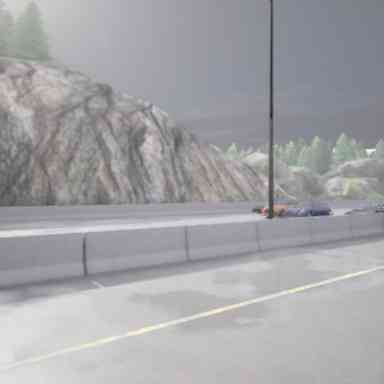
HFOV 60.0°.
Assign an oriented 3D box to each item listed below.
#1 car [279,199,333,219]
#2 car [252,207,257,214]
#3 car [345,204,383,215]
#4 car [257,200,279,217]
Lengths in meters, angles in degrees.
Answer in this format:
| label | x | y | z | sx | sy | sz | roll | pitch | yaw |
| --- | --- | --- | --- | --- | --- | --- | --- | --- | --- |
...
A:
| label | x | y | z | sx | sy | sz | roll | pitch | yaw |
| --- | --- | --- | --- | --- | --- | --- | --- | --- | --- |
| car | 9.940 | 1.510 | 28.344 | 4.553 | 1.767 | 2.097 | 0 | 0 | -35 |
| car | 8.940 | 1.741 | 36.212 | 5.357 | 1.411 | 2.033 | 0 | 0 | -35 |
| car | 14.855 | 1.716 | 27.535 | 5.357 | 1.411 | 2.033 | 0 | 0 | -35 |
| car | 8.865 | 1.524 | 31.873 | 4.553 | 1.767 | 2.097 | 0 | 0 | -35 |
